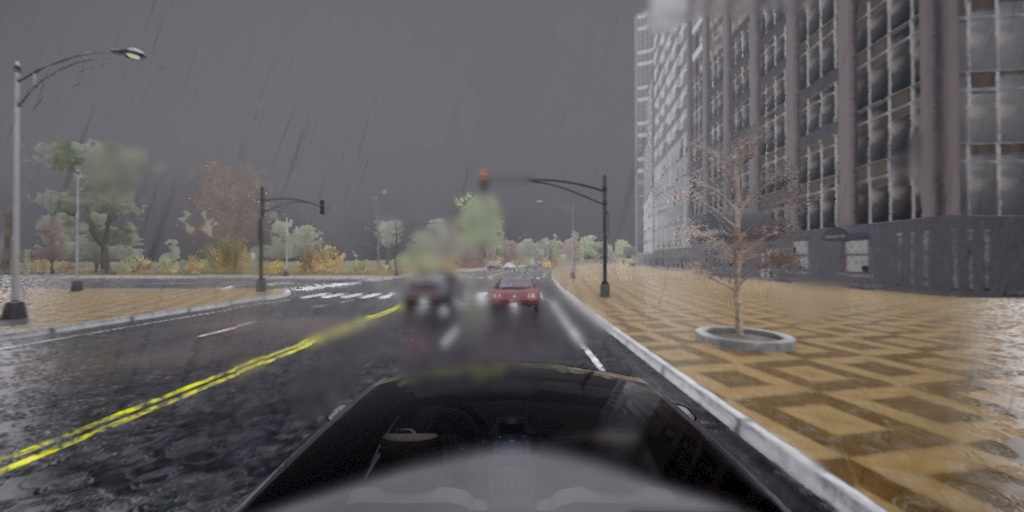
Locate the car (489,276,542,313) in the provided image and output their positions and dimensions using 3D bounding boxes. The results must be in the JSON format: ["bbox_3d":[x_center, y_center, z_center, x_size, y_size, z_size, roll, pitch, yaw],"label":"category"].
[{"bbox_3d":[0.218,1.490,14.843,1.895,1.301,4.718,0,-1,3],"label":"car"}]

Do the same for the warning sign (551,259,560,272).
[{"bbox_3d":[6.547,1.430,54.072,1.300,1.860,1.060,0,0,8],"label":"warning sign"}]

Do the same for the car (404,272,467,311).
[{"bbox_3d":[-3.093,1.400,15.196,1.837,1.490,4.892,0,0,1],"label":"car"}]
